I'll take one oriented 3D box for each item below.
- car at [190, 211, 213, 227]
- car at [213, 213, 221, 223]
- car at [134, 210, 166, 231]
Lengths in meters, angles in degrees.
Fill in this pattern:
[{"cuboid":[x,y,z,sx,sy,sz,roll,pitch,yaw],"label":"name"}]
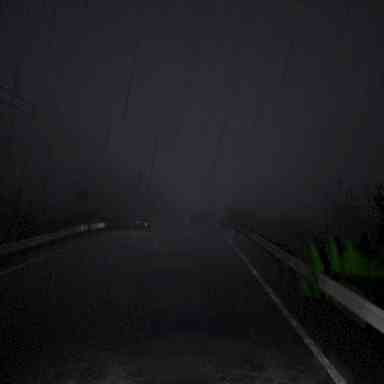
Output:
[{"cuboid":[0.793,2.708,33.454,2.128,1.511,4.902,0,-5,2],"label":"car"},{"cuboid":[2.453,3.590,46.384,1.882,1.535,5.008,-3,-4,27],"label":"car"},{"cuboid":[-3.064,2.149,25.094,1.837,1.490,4.892,0,-4,2],"label":"car"}]
